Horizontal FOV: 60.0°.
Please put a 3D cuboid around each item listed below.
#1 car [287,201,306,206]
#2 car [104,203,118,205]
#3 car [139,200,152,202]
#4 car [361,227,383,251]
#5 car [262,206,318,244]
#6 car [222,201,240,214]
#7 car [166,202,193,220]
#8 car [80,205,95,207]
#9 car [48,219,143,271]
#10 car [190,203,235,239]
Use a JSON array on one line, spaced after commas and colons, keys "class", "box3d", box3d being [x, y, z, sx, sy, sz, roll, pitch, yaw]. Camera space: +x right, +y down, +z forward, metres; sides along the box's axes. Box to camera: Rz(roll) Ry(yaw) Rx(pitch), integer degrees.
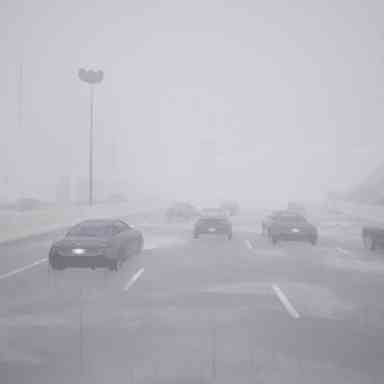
[{"class": "car", "box3d": [11.954, 1.630, 38.331, 1.895, 1.301, 4.718, 0, 0, 14]}, {"class": "car", "box3d": [-11.137, 1.199, 47.624, 2.150, 2.045, 5.566, 0, 0, 15]}, {"class": "car", "box3d": [-6.845, 1.512, 49.896, 1.812, 1.442, 4.674, 0, 0, 16]}, {"class": "car", "box3d": [7.605, 1.619, 11.265, 1.895, 1.301, 4.718, 0, 0, 4]}, {"class": "car", "box3d": [4.533, 1.575, 15.910, 1.994, 1.385, 4.181, 0, 0, 6]}, {"class": "car", "box3d": [4.011, 1.612, 35.044, 1.895, 1.301, 4.718, 0, 0, 12]}, {"class": "car", "box3d": [-0.836, 1.547, 28.485, 2.033, 1.411, 5.357, 0, 0, 10]}, {"class": "car", "box3d": [-14.878, 1.472, 47.045, 1.837, 1.490, 4.892, 0, 0, 15]}, {"class": "car", "box3d": [-2.911, 1.558, 10.919, 1.994, 1.385, 4.181, 0, 0, 4]}, {"class": "car", "box3d": [1.163, 1.529, 17.354, 1.812, 1.442, 4.674, 0, 0, 6]}]
